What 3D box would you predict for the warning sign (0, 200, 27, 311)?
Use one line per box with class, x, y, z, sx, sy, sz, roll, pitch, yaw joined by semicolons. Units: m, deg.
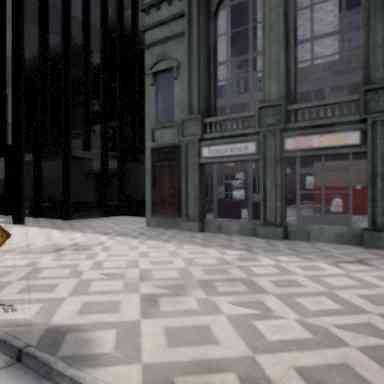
warning sign;-3.805;1.096;5.776;1.060;1.860;1.300;0;0;36
